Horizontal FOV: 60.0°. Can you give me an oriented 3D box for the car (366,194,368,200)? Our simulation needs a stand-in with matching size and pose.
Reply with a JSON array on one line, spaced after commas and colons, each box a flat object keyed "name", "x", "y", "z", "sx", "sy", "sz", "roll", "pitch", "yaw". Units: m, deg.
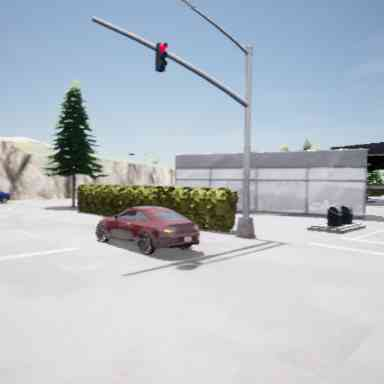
[{"name": "car", "x": 29.517, "y": 0.734, "z": 59.104, "sx": 2.242, "sy": 1.667, "sz": 4.611, "roll": 2, "pitch": 2, "yaw": 44}]

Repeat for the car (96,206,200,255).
[{"name": "car", "x": -1.690, "y": 1.237, "z": 11.968, "sx": 1.812, "sy": 1.442, "sz": 4.674, "roll": 1, "pitch": 1, "yaw": -43}]

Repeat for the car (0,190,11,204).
[{"name": "car", "x": -20.345, "y": 0.437, "z": 32.779, "sx": 1.882, "sy": 1.535, "sz": 5.008, "roll": 1, "pitch": 1, "yaw": 17}]
